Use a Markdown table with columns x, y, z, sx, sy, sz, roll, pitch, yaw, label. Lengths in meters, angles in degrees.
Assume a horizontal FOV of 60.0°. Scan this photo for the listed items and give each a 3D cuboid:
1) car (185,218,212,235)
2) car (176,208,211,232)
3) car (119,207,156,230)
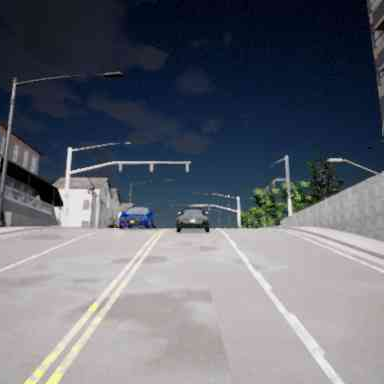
| x | y | z | sx | sy | sz | roll | pitch | yaw | label |
| --- | --- | --- | --- | --- | --- | --- | --- | --- | --- |
| 0.807 | 3.767 | 35.581 | 1.994 | 1.385 | 4.181 | -3 | -12 | 14 | car |
| 0.069 | 1.663 | 20.364 | 1.994 | 1.385 | 4.181 | 0 | -3 | 1 | car |
| -3.566 | 1.724 | 22.445 | 1.882 | 1.535 | 5.008 | 0 | -5 | 0 | car |
